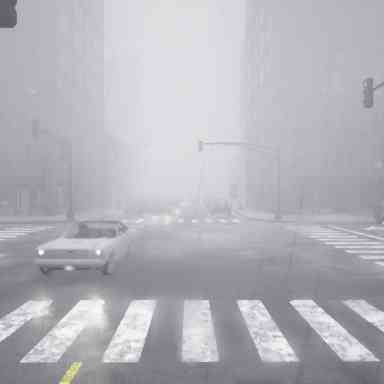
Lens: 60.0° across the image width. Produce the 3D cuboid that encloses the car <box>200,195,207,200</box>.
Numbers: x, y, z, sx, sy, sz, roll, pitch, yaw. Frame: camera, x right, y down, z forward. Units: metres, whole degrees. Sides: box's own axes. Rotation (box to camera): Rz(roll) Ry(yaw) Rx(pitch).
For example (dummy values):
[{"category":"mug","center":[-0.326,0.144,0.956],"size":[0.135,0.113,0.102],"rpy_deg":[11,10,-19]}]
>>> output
[{"category":"car","center":[3.086,1.557,90.108],"size":[1.947,1.339,4.313],"rpy_deg":[0,0,0]}]

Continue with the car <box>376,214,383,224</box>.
[{"category":"car","center":[14.598,1.563,20.752],"size":[5.357,1.411,2.033],"rpy_deg":[0,0,0]}]

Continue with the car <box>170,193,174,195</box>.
[{"category":"car","center":[-5.520,1.543,73.130],"size":[1.887,1.381,4.507],"rpy_deg":[0,0,0]}]

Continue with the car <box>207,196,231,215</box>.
[{"category":"car","center":[2.820,1.442,33.416],"size":[1.967,1.590,4.097],"rpy_deg":[0,0,0]}]

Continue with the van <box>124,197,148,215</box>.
[{"category":"van","center":[-5.706,1.343,33.453],"size":[1.690,1.788,3.998],"rpy_deg":[0,0,0]}]

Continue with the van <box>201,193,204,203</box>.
[{"category":"van","center":[2.926,1.343,56.092],"size":[1.690,1.788,3.998],"rpy_deg":[0,0,0]}]

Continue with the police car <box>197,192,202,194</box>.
[{"category":"police car","center":[2.735,1.420,79.522],"size":[1.930,1.638,5.238],"rpy_deg":[0,0,0]}]

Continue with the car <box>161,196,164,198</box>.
[{"category":"car","center":[-5.626,1.585,50.458],"size":[1.802,1.307,4.206],"rpy_deg":[0,0,0]}]

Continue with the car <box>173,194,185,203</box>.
[{"category":"car","center":[-2.686,1.613,67.976],"size":[1.895,1.301,4.718],"rpy_deg":[0,0,0]}]

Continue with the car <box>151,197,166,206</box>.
[{"category":"car","center":[-5.600,1.568,56.127],"size":[1.947,1.339,4.313],"rpy_deg":[0,0,0]}]

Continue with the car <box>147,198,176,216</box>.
[{"category":"car","center":[-2.950,1.565,32.791],"size":[1.994,1.385,4.181],"rpy_deg":[0,0,0]}]

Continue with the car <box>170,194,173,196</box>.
[{"category":"car","center":[-5.546,1.566,67.463],"size":[1.947,1.339,4.313],"rpy_deg":[0,0,0]}]

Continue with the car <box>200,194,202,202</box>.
[{"category":"car","center":[2.953,1.527,61.931],"size":[1.752,1.417,4.829],"rpy_deg":[0,0,0]}]

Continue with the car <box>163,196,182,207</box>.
[{"category":"car","center":[-2.872,1.603,49.556],"size":[1.895,1.301,4.718],"rpy_deg":[0,0,0]}]

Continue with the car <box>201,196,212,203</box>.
[{"category":"car","center":[2.979,1.551,67.431],"size":[2.008,1.369,4.403],"rpy_deg":[0,0,0]}]

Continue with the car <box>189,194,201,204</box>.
[{"category":"car","center":[0.296,1.527,63.821],"size":[1.812,1.442,4.674],"rpy_deg":[0,0,0]}]

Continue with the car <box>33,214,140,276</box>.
[{"category":"car","center":[-3.080,1.601,10.543],"size":[1.895,1.301,4.718],"rpy_deg":[0,0,0]}]

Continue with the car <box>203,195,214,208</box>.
[{"category":"car","center":[2.873,1.443,44.754],"size":[1.967,1.590,4.097],"rpy_deg":[0,0,0]}]
